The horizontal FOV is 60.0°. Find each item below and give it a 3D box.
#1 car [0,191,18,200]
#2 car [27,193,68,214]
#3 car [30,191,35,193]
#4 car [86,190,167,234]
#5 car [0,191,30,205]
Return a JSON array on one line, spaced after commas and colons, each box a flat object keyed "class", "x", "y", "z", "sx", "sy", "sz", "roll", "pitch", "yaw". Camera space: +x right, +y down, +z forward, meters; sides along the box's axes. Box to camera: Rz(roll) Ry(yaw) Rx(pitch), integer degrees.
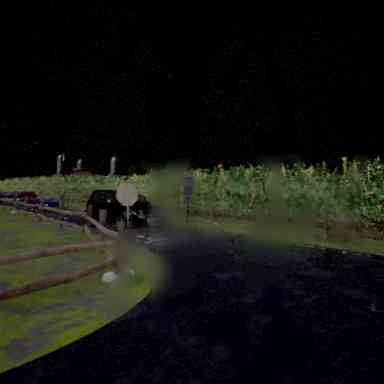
[{"class": "car", "x": -29.860, "y": 0.485, "z": 53.987, "sx": 1.895, "sy": 1.301, "sz": 4.718, "roll": 2, "pitch": 0, "yaw": -40}, {"class": "car", "x": -11.739, "y": 1.046, "z": 27.154, "sx": 1.895, "sy": 1.301, "sz": 4.718, "roll": 2, "pitch": 0, "yaw": -39}, {"class": "car", "x": -21.803, "y": 0.605, "z": 44.143, "sx": 1.882, "sy": 1.535, "sz": 5.008, "roll": 2, "pitch": 0, "yaw": -39}, {"class": "car", "x": -3.564, "y": 0.927, "z": 17.161, "sx": 2.150, "sy": 2.045, "sz": 5.566, "roll": 2, "pitch": 0, "yaw": -40}, {"class": "car", "x": -20.498, "y": 0.660, "z": 37.912, "sx": 2.128, "sy": 1.511, "sz": 4.902, "roll": 2, "pitch": 0, "yaw": -39}]
